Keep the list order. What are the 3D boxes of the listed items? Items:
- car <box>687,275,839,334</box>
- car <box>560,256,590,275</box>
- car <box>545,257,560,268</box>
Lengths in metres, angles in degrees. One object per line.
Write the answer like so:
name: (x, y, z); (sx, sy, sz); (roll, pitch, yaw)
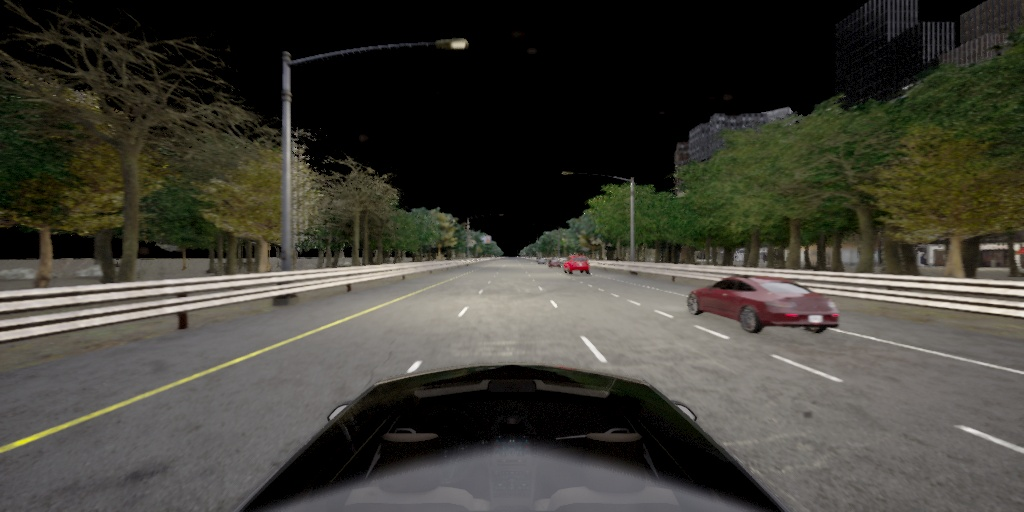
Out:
car: (6.998, 1.282, 10.564); (1.812, 1.442, 4.674); (0, 0, 0)
car: (7.044, 0.987, 39.524); (2.150, 2.045, 5.566); (0, 0, 0)
car: (7.093, 1.290, 60.557); (1.812, 1.442, 4.674); (0, 0, 0)
